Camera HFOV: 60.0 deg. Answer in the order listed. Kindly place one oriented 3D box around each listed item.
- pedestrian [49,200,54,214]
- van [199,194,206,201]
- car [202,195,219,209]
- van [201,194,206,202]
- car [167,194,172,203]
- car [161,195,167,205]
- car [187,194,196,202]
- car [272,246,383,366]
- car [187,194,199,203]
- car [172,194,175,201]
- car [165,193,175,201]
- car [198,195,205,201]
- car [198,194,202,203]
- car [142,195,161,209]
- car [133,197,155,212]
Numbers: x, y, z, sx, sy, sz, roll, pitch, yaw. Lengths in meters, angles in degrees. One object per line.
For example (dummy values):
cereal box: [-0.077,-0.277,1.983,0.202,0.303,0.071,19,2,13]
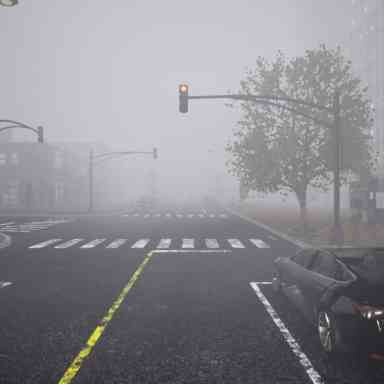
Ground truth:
pedestrian: [-12.783,1.318,30.262,0.375,1.300,0.375,0,-1,-1]
van: [2.602,1.349,82.687,1.690,1.788,3.998,0,0,0]
car: [2.644,1.528,44.000,1.752,1.417,4.829,0,0,0]
van: [2.639,1.345,49.382,1.690,1.788,3.998,0,0,0]
car: [-5.767,1.531,71.404,1.752,1.417,4.829,0,0,0]
car: [-5.748,1.555,54.921,2.008,1.369,4.403,0,0,0]
car: [-0.088,1.362,79.487,2.097,1.767,4.553,0,0,0]
car: [2.688,1.566,5.801,1.947,1.339,4.313,0,0,0]
car: [0.014,1.570,69.569,1.994,1.385,4.181,0,0,1]
car: [-5.780,1.558,82.675,2.008,1.369,4.403,0,0,0]
car: [-5.786,1.324,88.227,2.192,1.841,5.009,0,0,0]
car: [2.594,1.534,88.408,1.752,1.417,4.829,0,0,0]
car: [2.625,1.556,60.483,2.008,1.369,4.403,0,0,0]
car: [-5.735,1.318,43.818,2.192,1.841,5.009,0,0,0]
car: [-5.729,1.584,38.267,1.802,1.307,4.206,0,0,0]
